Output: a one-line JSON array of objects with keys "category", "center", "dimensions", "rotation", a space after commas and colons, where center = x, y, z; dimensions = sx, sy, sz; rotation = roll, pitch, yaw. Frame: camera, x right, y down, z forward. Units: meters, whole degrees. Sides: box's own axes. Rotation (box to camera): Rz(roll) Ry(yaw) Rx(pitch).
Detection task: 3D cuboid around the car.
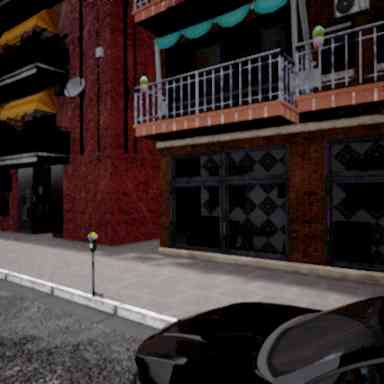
[{"category": "car", "center": [1.750, 1.478, 2.178], "dimensions": [5.008, 1.535, 1.882], "rotation": [0, 0, 36]}]
